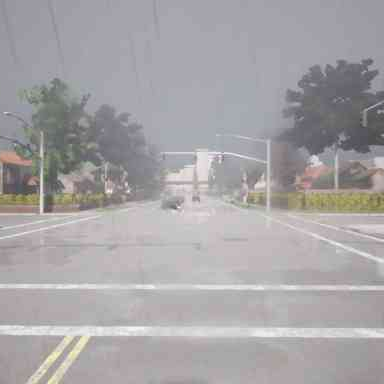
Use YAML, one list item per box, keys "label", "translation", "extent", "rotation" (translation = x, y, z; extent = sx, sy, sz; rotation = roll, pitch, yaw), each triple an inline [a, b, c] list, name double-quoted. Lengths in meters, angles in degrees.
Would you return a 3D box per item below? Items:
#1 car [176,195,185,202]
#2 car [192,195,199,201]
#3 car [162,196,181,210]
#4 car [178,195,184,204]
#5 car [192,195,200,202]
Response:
- label: "car"
  translation: [-2.555, 1.478, 73.944]
  extent: [1.882, 1.535, 5.008]
  rotation: [0, 0, 0]
- label: "car"
  translation: [1.051, 1.514, 89.523]
  extent: [1.812, 1.442, 4.674]
  rotation: [0, 0, 0]
- label: "car"
  translation: [-2.852, 1.547, 43.438]
  extent: [2.033, 1.411, 5.357]
  rotation: [0, 0, 0]
- label: "car"
  translation: [-2.773, 1.506, 53.433]
  extent: [1.837, 1.490, 4.892]
  rotation: [0, 0, 1]
- label: "car"
  translation: [0.975, 1.500, 78.292]
  extent: [1.837, 1.490, 4.892]
  rotation: [0, 0, 0]
